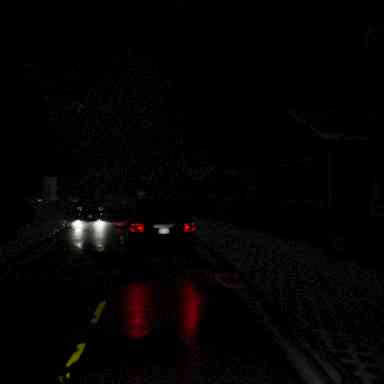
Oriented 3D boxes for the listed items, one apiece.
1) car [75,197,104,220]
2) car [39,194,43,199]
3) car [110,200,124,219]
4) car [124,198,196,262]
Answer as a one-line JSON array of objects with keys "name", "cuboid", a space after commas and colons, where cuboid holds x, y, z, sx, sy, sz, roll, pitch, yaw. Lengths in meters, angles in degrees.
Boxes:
[{"name": "car", "cuboid": [-8.421, 1.249, 27.126, 2.097, 1.767, 4.553, 1, 0, -21]}, {"name": "car", "cuboid": [-34.327, 0.905, 77.040, 1.812, 1.442, 4.674, 1, 0, -25]}, {"name": "car", "cuboid": [-5.750, 1.411, 28.157, 1.882, 1.535, 5.008, 1, 0, -21]}, {"name": "car", "cuboid": [-1.274, 1.207, 12.345, 2.150, 2.045, 5.566, 0, 0, -10]}]
